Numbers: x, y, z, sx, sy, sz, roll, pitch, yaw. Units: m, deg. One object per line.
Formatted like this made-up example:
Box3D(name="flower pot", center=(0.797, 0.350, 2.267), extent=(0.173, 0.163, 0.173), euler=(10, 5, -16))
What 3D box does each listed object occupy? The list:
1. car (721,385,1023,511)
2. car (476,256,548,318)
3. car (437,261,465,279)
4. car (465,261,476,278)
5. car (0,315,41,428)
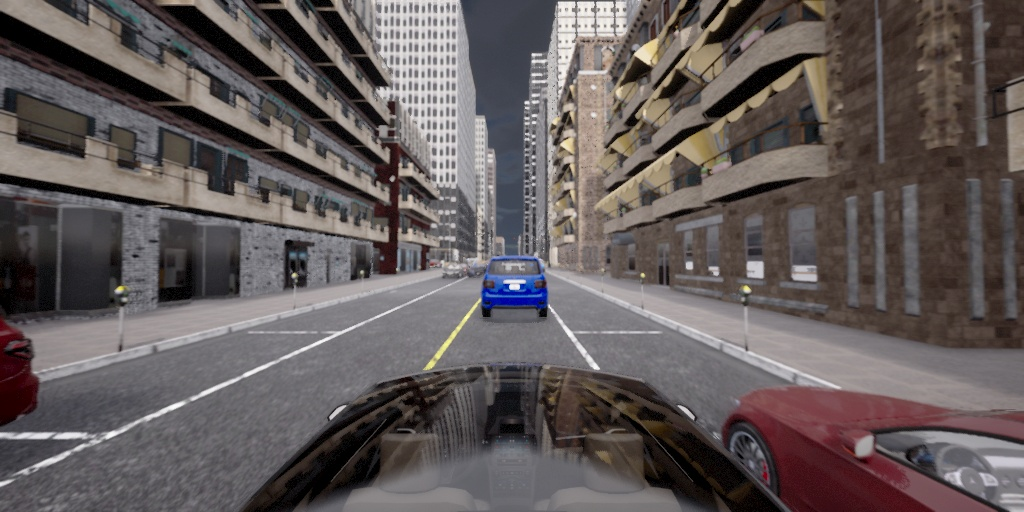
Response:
Box3D(name="car", center=(2.691, 1.331, 1.477), extent=(1.802, 1.307, 4.207), euler=(0, 0, 0))
Box3D(name="car", center=(0.088, 1.014, 13.306), extent=(2.150, 2.045, 5.566), euler=(0, 0, 0))
Box3D(name="car", center=(-5.648, 1.418, 34.668), extent=(2.007, 1.370, 4.403), euler=(0, 0, 0))
Box3D(name="car", center=(-3.087, 1.432, 34.839), extent=(1.994, 1.385, 4.181), euler=(0, 0, 0))
Box3D(name="car", center=(-5.691, 1.064, 1.426), extent=(2.192, 1.841, 5.009), euler=(0, 0, 0))
